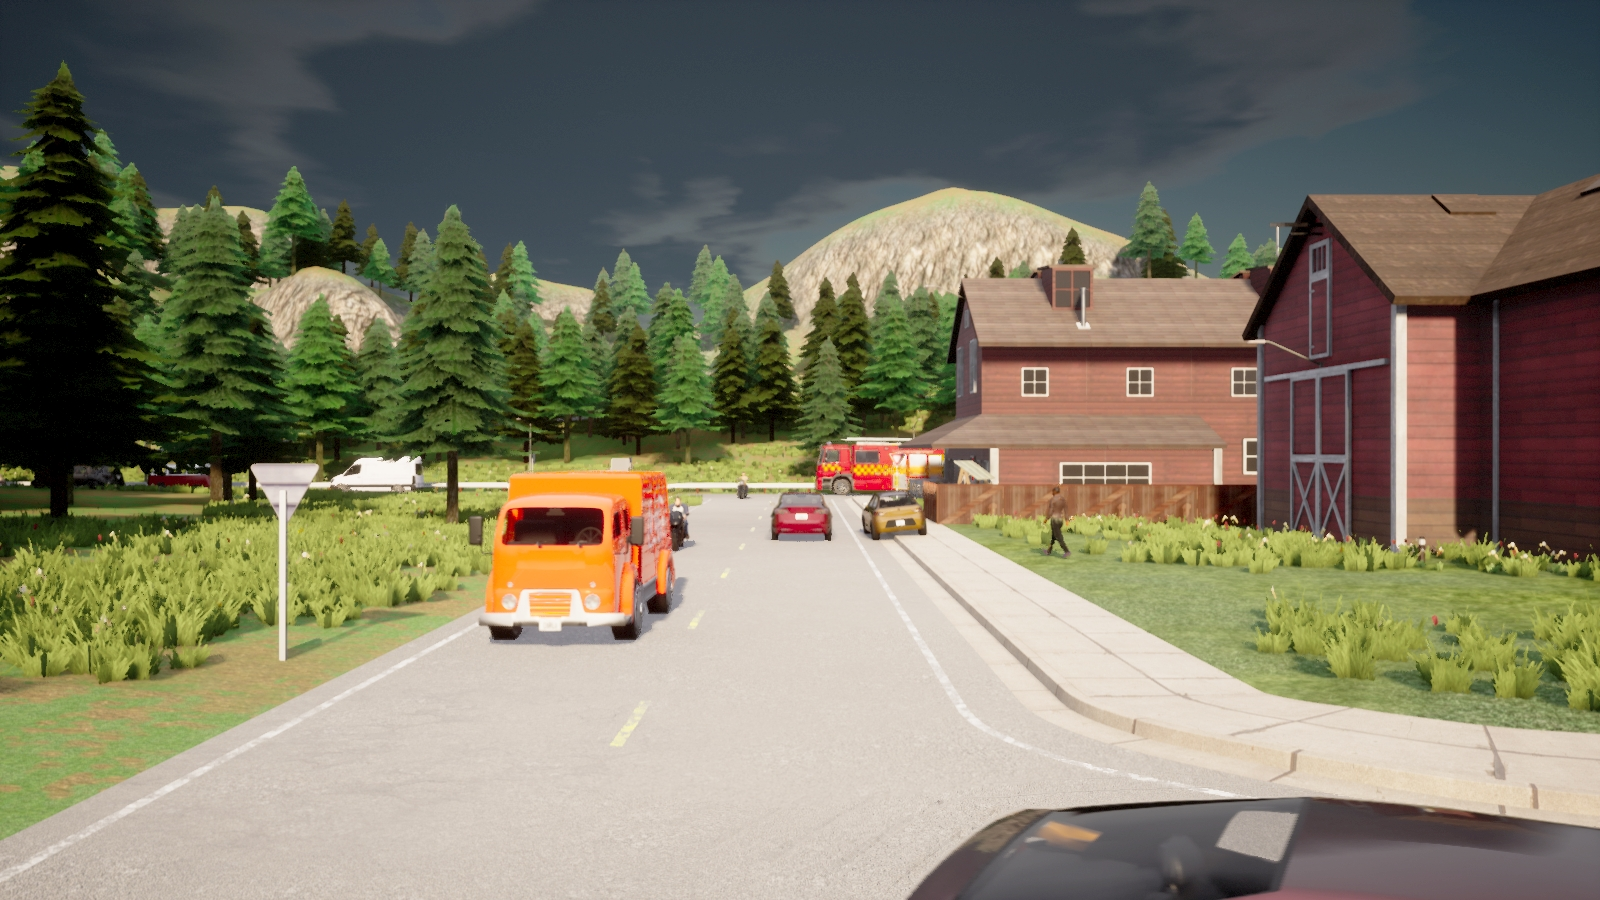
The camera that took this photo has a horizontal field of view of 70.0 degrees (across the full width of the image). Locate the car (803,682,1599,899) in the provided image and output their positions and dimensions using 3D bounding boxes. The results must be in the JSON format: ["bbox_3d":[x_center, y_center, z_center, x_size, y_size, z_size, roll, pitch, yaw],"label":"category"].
[{"bbox_3d":[2.473,1.861,3.406,4.514,1.525,2.007,0,1,29],"label":"car"}]

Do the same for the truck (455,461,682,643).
[{"bbox_3d":[-3.481,1.445,18.456,2.627,2.467,5.204,0,0,0],"label":"truck"}]

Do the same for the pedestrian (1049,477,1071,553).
[{"bbox_3d":[6.427,1.592,28.243,0.375,1.860,0.375,0,0,-27],"label":"pedestrian"}]

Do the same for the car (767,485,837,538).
[{"bbox_3d":[0.054,1.972,37.781,2.163,1.488,4.792,0,0,0],"label":"car"}]

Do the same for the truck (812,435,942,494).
[{"bbox_3d":[5.047,0.986,76.206,8.468,3.827,2.891,0,0,-1],"label":"truck"}]
